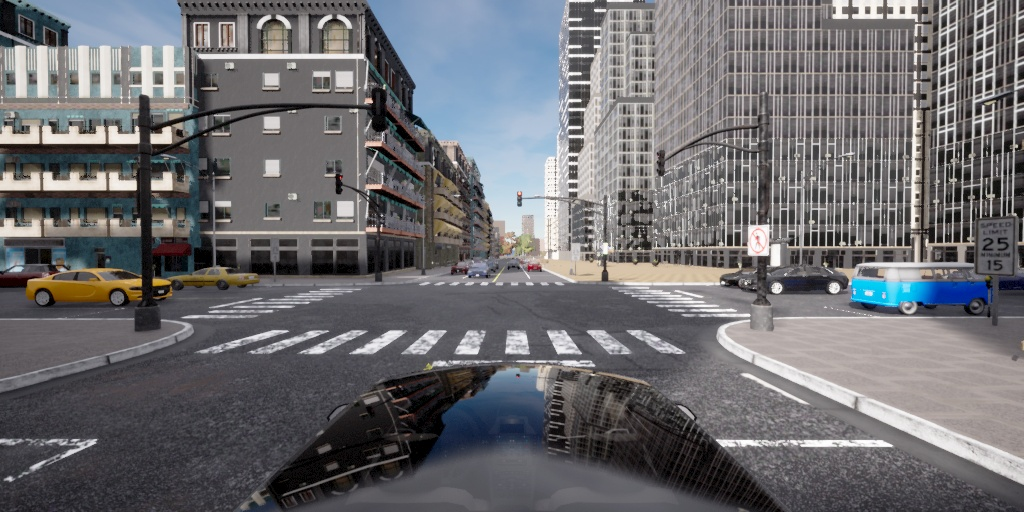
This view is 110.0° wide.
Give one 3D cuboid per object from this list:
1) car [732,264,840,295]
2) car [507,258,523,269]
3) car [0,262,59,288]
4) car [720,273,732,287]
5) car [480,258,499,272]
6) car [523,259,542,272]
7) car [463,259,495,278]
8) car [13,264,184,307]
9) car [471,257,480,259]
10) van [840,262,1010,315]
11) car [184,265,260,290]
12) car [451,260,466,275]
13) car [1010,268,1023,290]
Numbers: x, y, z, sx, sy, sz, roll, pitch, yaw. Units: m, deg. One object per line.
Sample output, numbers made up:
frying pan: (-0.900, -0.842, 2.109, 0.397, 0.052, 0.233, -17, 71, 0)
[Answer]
car: (14.641, 1.194, 18.718, 4.892, 1.490, 1.837, 0, 1, 0)
car: (0.258, 1.292, 56.601, 2.033, 1.411, 5.357, 0, 0, 0)
car: (-28.724, 1.189, 21.375, 4.097, 1.591, 1.967, 0, 0, 0)
car: (14.732, 1.215, 21.320, 4.313, 1.339, 1.948, 0, 0, 0)
car: (-2.976, 1.308, 43.991, 1.994, 1.385, 4.181, 0, 0, 0)
car: (2.782, 1.289, 45.091, 1.888, 1.381, 4.507, 0, 0, 0)
car: (-3.007, 1.292, 33.958, 2.033, 1.411, 5.357, 0, 0, 0)
car: (-17.724, 1.286, 15.557, 5.008, 1.535, 1.882, 0, 1, 0)
car: (-5.566, 1.184, 45.058, 1.967, 1.591, 4.097, 0, 0, 0)
van: (14.721, 1.117, 12.939, 3.998, 1.789, 1.690, 0, 0, 0)
car: (-17.826, 1.247, 21.361, 4.829, 1.417, 1.751, 0, 0, 0)
car: (-5.582, 1.289, 39.409, 1.888, 1.381, 4.507, 0, 0, 0)
car: (24.712, 1.196, 18.703, 4.674, 1.442, 1.812, 0, 1, 0)
